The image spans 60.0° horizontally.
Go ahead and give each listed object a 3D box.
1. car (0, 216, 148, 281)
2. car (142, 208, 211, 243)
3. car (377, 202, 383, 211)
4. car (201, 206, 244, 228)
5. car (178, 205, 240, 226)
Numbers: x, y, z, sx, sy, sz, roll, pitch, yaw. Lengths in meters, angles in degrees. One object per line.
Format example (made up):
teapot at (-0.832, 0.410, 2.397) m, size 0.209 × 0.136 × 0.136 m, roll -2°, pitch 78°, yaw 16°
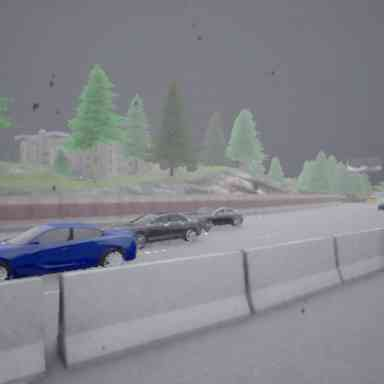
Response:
car at (-4.048, 1.644, 9.789) m, size 5.008 × 1.535 × 1.882 m, roll 0°, pitch -1°, yaw -36°
car at (-1.674, 1.731, 15.980) m, size 4.892 × 1.490 × 1.837 m, roll 0°, pitch -1°, yaw -39°
car at (27.991, 2.054, 48.006) m, size 1.895 × 1.301 × 4.718 m, roll -1°, pitch -1°, yaw 34°
car at (1.597, 1.786, 23.285) m, size 4.902 × 1.511 × 2.128 m, roll 0°, pitch -1°, yaw -41°
car at (1.533, 1.900, 27.874) m, size 5.357 × 1.411 × 2.033 m, roll 0°, pitch -1°, yaw -43°
